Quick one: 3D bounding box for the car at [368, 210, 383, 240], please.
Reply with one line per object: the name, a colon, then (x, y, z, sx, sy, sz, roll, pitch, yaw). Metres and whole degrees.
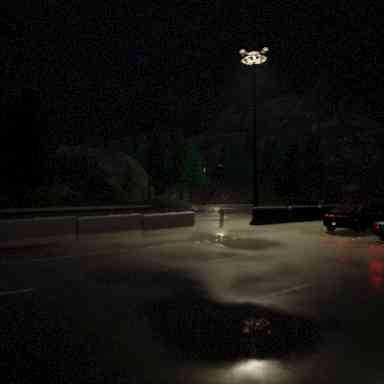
car: (10.456, 1.594, 15.511, 4.718, 1.301, 1.895, 0, 0, -36)

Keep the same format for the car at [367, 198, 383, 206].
car: (35.585, 1.931, 63.653, 4.674, 1.442, 1.812, 2, -1, -35)

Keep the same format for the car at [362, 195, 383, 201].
car: (27.956, 1.579, 49.696, 4.674, 1.442, 1.812, 1, -1, -35)

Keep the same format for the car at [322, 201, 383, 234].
car: (9.545, 1.487, 19.154, 4.902, 1.511, 2.128, 0, 0, -35)

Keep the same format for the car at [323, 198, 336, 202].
car: (23.500, 1.608, 55.107, 4.181, 1.385, 1.994, 1, -1, -35)

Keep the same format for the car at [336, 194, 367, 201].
car: (25.714, 1.269, 52.390, 5.566, 2.045, 2.150, 1, -1, -35)
